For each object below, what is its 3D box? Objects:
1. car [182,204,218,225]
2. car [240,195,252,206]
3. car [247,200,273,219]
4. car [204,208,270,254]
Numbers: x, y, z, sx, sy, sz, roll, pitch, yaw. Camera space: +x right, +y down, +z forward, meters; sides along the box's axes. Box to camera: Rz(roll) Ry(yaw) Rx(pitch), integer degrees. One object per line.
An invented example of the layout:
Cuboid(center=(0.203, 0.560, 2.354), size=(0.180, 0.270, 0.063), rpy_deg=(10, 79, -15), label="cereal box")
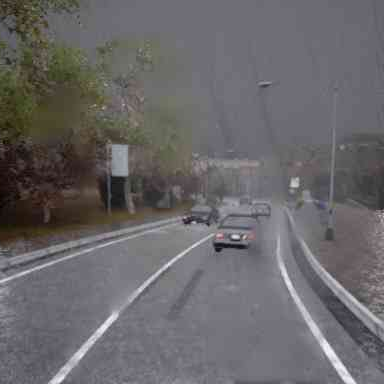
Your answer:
Cuboid(center=(0.813, 1.614, 24.159), size=(2.033, 1.411, 5.357), rpy_deg=(2, 0, 15), label="car")
Cuboid(center=(10.444, 1.587, 64.406), size=(2.150, 2.045, 5.566), rpy_deg=(1, 0, 9), label="car")
Cuboid(center=(6.714, 1.794, 32.078), size=(2.033, 1.411, 5.357), rpy_deg=(2, 0, 15), label="car")
Cuboid(center=(2.125, 1.659, 14.234), size=(2.033, 1.411, 5.357), rpy_deg=(2, 0, 13), label="car")
